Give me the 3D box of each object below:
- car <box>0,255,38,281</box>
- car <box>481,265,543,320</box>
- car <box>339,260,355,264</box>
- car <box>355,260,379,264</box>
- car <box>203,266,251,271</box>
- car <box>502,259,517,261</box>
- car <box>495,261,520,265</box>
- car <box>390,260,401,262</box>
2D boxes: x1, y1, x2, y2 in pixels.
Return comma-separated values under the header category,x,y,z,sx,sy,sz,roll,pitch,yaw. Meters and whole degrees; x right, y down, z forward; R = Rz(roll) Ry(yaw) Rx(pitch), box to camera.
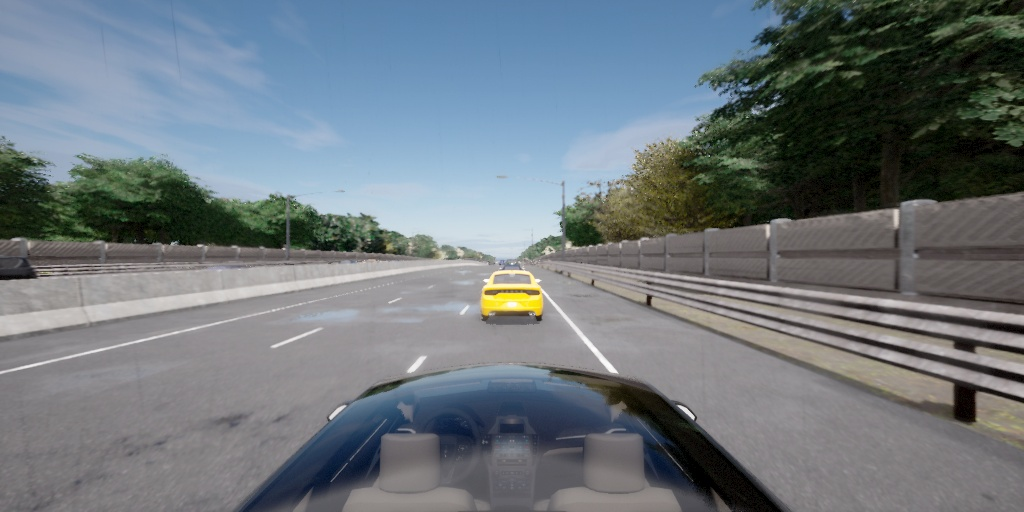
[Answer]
category,x,y,z,sx,sy,sz,roll,pitch,yaw
car,-24.581,0.976,15.389,2.150,2.045,5.566,0,0,0
car,0.003,1.239,12.675,1.882,1.535,5.008,0,0,0
car,-24.544,1.336,53.554,1.812,1.442,4.674,0,0,0
car,-21.049,1.287,53.552,1.882,1.535,5.008,0,0,0
car,-17.538,1.299,21.953,2.033,1.411,5.357,0,0,1
car,0.010,1.131,48.494,2.097,1.767,4.553,0,0,0
car,0.006,1.316,26.216,1.994,1.385,4.181,0,0,0
car,-17.551,1.315,53.587,1.837,1.490,4.892,0,0,0
